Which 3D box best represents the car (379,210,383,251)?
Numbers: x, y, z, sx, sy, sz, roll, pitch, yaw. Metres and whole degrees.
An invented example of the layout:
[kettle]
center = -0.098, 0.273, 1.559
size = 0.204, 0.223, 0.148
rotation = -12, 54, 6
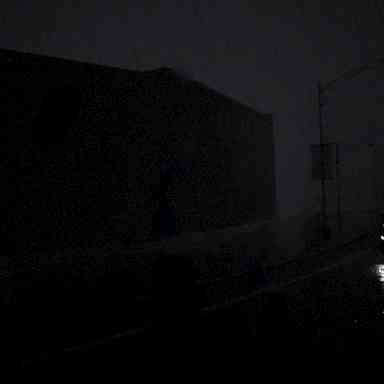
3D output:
[car]
center = 9.480, 1.314, 14.065
size = 2.150, 2.045, 5.566
rotation = -1, -2, 37
